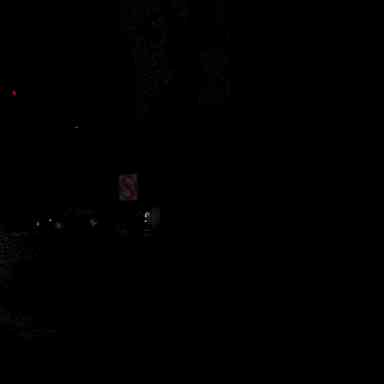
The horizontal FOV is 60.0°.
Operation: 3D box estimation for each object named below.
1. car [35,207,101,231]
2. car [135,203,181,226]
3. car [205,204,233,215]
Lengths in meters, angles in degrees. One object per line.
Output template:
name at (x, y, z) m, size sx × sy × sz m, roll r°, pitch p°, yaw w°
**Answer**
car at (-8.890, 1.884, 24.178) m, size 2.128 × 1.511 × 4.902 m, roll -1°, pitch -1°, yaw 34°
car at (-2.916, 1.716, 26.870) m, size 2.097 × 1.767 × 4.553 m, roll -1°, pitch -1°, yaw 36°
car at (3.526, 2.132, 41.267) m, size 1.895 × 1.301 × 4.718 m, roll -1°, pitch -1°, yaw 36°
